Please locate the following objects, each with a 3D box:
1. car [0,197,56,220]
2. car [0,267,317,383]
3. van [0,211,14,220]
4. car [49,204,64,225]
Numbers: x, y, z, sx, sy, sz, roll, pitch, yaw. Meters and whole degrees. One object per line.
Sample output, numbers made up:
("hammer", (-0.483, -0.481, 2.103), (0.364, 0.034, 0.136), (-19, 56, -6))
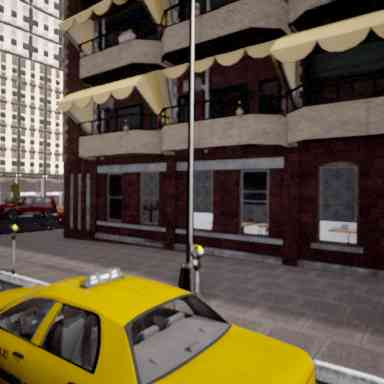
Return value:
("car", (-14.023, 1.335, 28.296), (2.192, 1.841, 5.009), (1, 0, 36))
("car", (-1.161, 1.524, 3.691), (4.829, 1.417, 1.752), (0, 1, 36))
("van", (-5.584, 1.338, 6.843), (3.998, 1.788, 1.690), (0, 1, 36))
("car", (-7.234, 1.683, 23.388), (1.887, 1.381, 4.507), (1, 0, 36))
